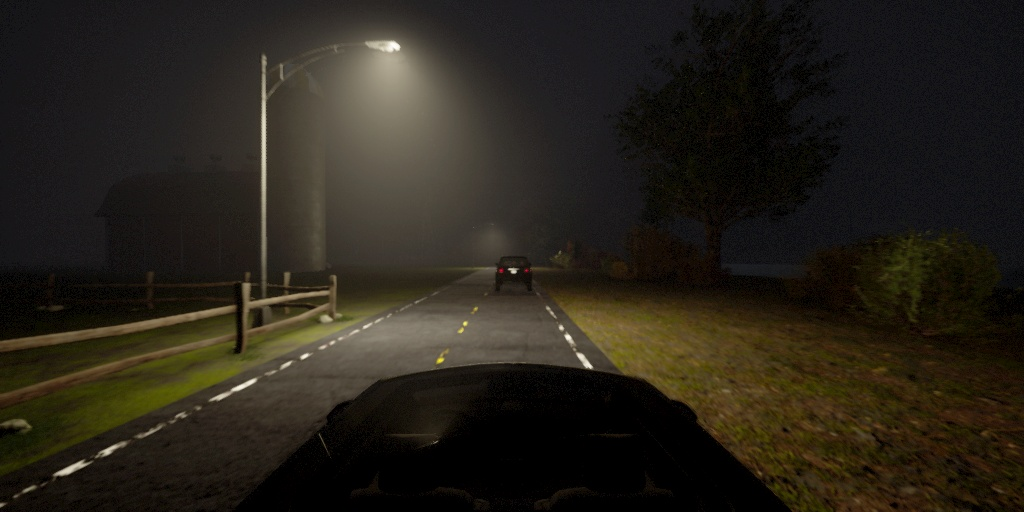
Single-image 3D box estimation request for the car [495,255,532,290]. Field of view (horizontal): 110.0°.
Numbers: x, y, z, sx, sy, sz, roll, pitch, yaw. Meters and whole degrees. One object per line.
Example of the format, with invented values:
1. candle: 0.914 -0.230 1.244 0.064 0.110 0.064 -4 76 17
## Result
1. car: 0.099 0.985 22.523 2.150 2.045 5.566 0 0 0
